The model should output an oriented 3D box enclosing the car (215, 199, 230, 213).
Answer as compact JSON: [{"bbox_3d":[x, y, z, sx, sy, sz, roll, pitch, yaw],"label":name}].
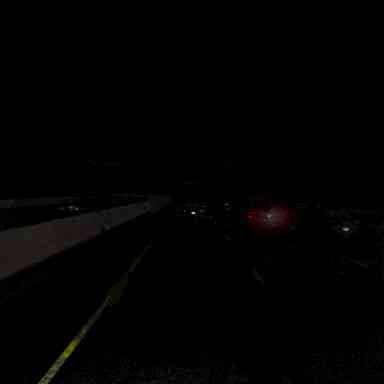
[{"bbox_3d":[3.614,1.514,36.354,2.128,1.511,4.902,0,0,0],"label":"car"}]

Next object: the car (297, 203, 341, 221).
[{"bbox_3d":[10.609,1.619,28.230,1.895,1.301,4.718,0,0,0],"label":"car"}]

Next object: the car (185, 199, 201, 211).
[{"bbox_3d":[0.133,1.627,43.069,1.895,1.301,4.718,0,0,0],"label":"car"}]

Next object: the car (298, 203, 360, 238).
[{"bbox_3d":[7.108,1.537,17.657,1.812,1.442,4.674,0,0,0],"label":"car"}]

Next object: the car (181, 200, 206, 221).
[{"bbox_3d":[0.105,1.581,27.474,1.994,1.385,4.181,0,0,0],"label":"car"}]

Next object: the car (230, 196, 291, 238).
[{"bbox_3d":[3.608,1.233,17.795,2.150,2.045,5.566,0,0,0],"label":"car"}]
